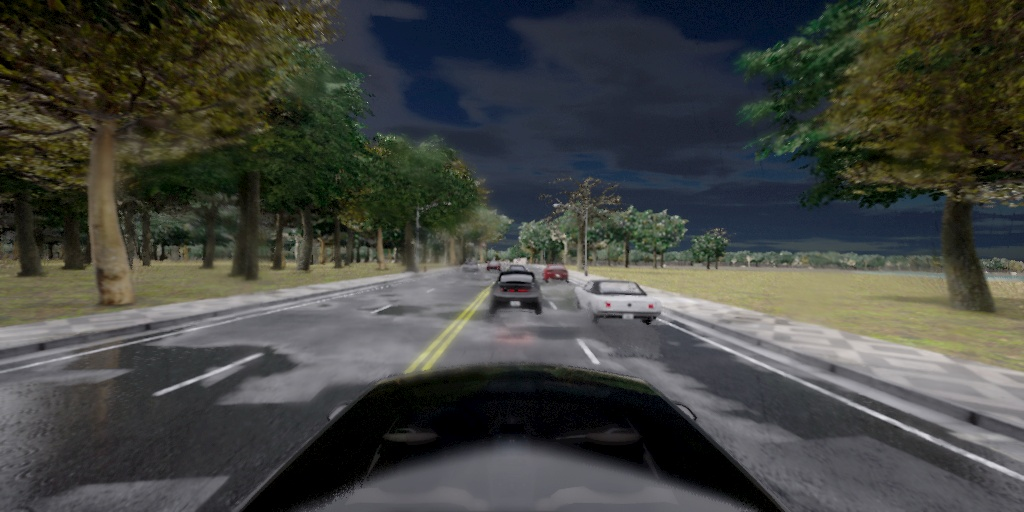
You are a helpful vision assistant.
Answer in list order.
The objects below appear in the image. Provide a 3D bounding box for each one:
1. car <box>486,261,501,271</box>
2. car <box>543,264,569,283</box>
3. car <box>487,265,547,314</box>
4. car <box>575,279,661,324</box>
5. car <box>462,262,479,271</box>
[{"bbox_3d":[-2.653,1.452,52.390,1.882,1.535,5.008,1,-1,1],"label":"car"},{"bbox_3d":[3.679,1.426,30.601,1.882,1.535,5.008,1,0,1],"label":"car"},{"bbox_3d":[0.181,1.309,14.102,1.837,1.490,4.892,1,0,1],"label":"car"},{"bbox_3d":[3.396,1.460,12.521,1.895,1.301,4.718,1,0,1],"label":"car"},{"bbox_3d":[-5.921,1.503,51.473,1.895,1.301,4.718,1,-1,1],"label":"car"}]
